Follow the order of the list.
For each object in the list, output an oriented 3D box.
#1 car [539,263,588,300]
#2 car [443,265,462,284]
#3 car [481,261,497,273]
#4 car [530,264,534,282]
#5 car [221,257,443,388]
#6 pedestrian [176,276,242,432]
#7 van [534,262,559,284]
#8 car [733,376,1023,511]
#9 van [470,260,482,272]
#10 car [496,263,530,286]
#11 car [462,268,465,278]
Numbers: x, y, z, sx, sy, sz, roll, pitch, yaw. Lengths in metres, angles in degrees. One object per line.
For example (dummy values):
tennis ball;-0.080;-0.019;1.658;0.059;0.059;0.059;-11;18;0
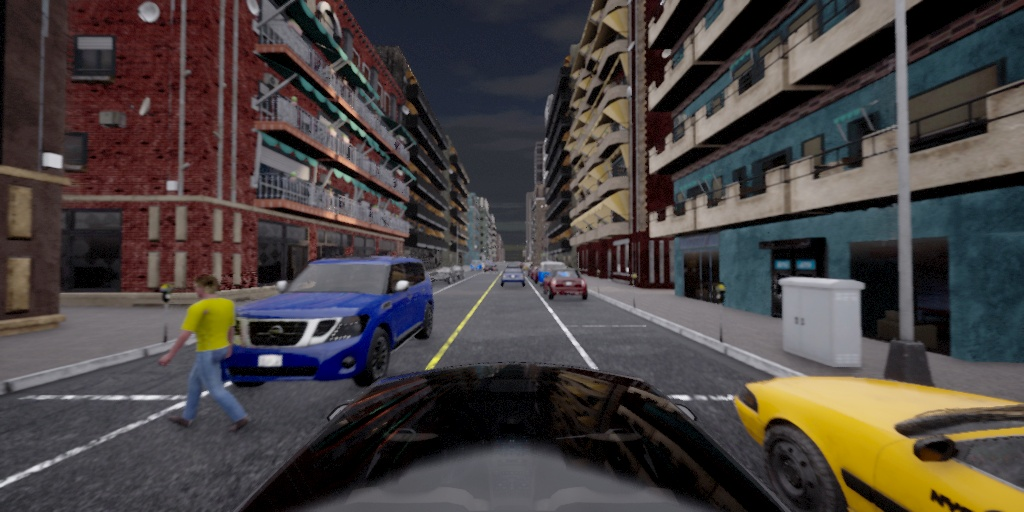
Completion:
car;2.685;1.341;18.885;1.967;1.591;4.097;0;0;0
car;-5.701;1.550;29.941;2.007;1.370;4.403;0;0;0
car;-3.081;1.782;53.815;1.994;1.385;4.181;0;-1;0
car;2.680;1.545;29.931;1.888;1.381;4.507;0;0;0
car;-3.103;1.022;7.369;2.150;2.045;5.566;0;-1;0
pedestrian;-3.473;1.065;4.144;0.375;1.860;0.375;1;-1;0
van;2.682;1.292;24.408;1.690;1.789;3.998;0;0;0
car;3.001;1.201;1.143;1.801;1.575;5.366;0;-1;0
van;-5.714;1.592;57.556;1.690;1.789;3.998;0;0;0
car;0.075;1.531;28.047;2.033;1.411;5.357;0;0;0
car;-5.704;1.600;35.464;2.007;1.370;4.403;0;0;0
